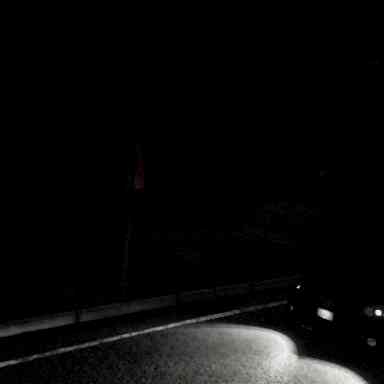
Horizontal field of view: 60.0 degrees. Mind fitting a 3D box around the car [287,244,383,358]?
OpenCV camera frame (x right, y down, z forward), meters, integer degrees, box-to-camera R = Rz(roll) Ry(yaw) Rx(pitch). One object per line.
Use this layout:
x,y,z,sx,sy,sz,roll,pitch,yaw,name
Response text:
3.731,1.652,5.825,4.181,1.385,1.994,1,-1,-27,car
